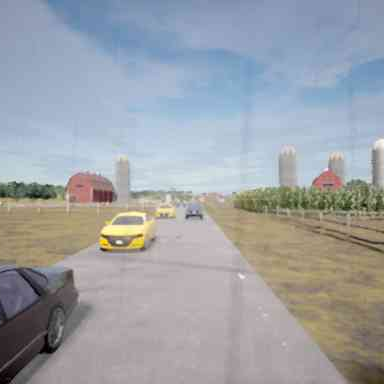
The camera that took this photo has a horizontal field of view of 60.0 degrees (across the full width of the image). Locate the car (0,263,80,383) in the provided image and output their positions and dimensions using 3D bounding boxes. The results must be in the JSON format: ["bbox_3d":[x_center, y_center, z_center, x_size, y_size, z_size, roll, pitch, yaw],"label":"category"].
[{"bbox_3d":[-2.877,1.596,3.552,2.033,1.411,5.357,0,-1,0],"label":"car"}]

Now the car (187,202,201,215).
[{"bbox_3d":[0.250,2.202,45.186,1.837,1.490,4.892,0,-1,1],"label":"car"}]

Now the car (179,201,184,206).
[{"bbox_3d":[-2.425,2.745,76.164,1.812,1.442,4.674,0,-1,0],"label":"car"}]

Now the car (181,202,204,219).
[{"bbox_3d":[0.225,2.039,34.211,2.033,1.411,5.357,0,-1,0],"label":"car"}]

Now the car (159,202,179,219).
[{"bbox_3d":[-2.693,1.977,34.803,1.882,1.535,5.008,0,-1,0],"label":"car"}]

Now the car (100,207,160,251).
[{"bbox_3d":[-2.782,1.686,15.311,1.882,1.535,5.008,0,-1,0],"label":"car"}]
